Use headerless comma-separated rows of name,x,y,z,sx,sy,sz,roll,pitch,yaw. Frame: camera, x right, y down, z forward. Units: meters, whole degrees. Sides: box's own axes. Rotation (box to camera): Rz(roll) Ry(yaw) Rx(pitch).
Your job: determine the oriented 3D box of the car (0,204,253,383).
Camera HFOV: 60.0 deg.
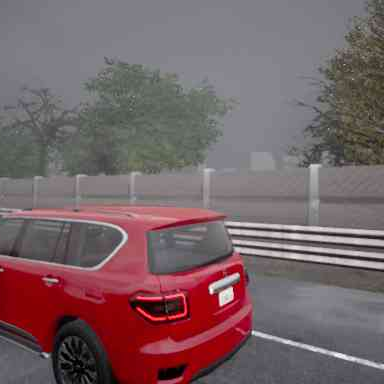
car,-1.833,1.213,5.115,5.566,2.045,2.150,0,0,35
